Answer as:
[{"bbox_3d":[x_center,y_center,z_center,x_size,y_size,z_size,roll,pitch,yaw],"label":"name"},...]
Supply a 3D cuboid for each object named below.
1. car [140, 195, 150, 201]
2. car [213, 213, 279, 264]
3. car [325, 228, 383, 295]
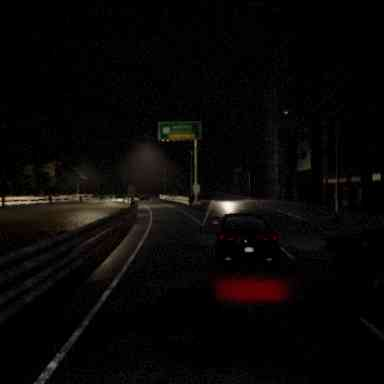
[{"bbox_3d":[-10.108,1.281,71.167,1.895,1.301,4.718,0,0,-11],"label":"car"},{"bbox_3d":[1.790,1.473,11.839,1.882,1.535,5.008,0,0,4],"label":"car"},{"bbox_3d":[5.055,1.585,8.575,1.895,1.301,4.718,0,0,4],"label":"car"}]
